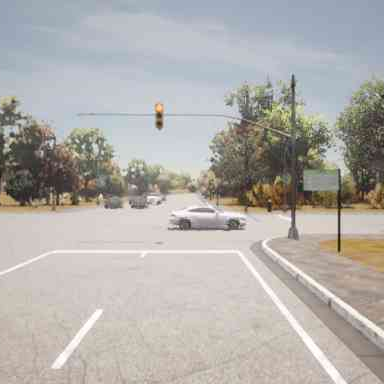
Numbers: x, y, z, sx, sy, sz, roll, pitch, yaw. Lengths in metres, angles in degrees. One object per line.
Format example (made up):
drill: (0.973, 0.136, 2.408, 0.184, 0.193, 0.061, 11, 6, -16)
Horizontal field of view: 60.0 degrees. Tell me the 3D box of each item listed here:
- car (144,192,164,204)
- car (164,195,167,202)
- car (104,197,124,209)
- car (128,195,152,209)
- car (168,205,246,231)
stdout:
car: (-7.020, 1.219, 61.571, 2.150, 2.045, 5.566, 0, 0, 0)
car: (-6.952, 1.469, 77.172, 2.128, 1.511, 4.902, 0, 0, 0)
car: (-10.568, 1.500, 45.195, 1.837, 1.490, 4.892, 0, 1, 0)
car: (-7.069, 1.501, 45.110, 1.837, 1.490, 4.892, 0, 0, 0)
car: (0.917, 1.527, 20.171, 4.674, 1.442, 1.812, 0, 0, 3)
